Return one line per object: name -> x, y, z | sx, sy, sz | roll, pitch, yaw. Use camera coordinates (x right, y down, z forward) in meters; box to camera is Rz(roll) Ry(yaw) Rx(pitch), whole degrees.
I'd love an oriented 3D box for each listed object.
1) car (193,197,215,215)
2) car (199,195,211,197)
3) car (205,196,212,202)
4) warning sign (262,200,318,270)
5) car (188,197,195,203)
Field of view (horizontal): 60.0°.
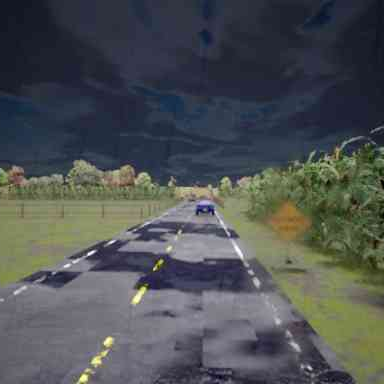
car -> 1.393, 1.598, 35.096 | 1.882, 1.535, 5.008 | 1, 0, 2
car -> 1.889, 1.381, 47.958 | 2.150, 2.045, 5.566 | 1, 0, 2
car -> 4.155, 1.739, 84.589 | 1.882, 1.535, 5.008 | 1, 0, 2
warning sign -> 2.774, 1.175, 9.586 | 1.300, 1.860, 1.060 | 1, 0, 2
car -> 0.054, 1.744, 74.549 | 1.895, 1.301, 4.718 | 1, 0, 2
